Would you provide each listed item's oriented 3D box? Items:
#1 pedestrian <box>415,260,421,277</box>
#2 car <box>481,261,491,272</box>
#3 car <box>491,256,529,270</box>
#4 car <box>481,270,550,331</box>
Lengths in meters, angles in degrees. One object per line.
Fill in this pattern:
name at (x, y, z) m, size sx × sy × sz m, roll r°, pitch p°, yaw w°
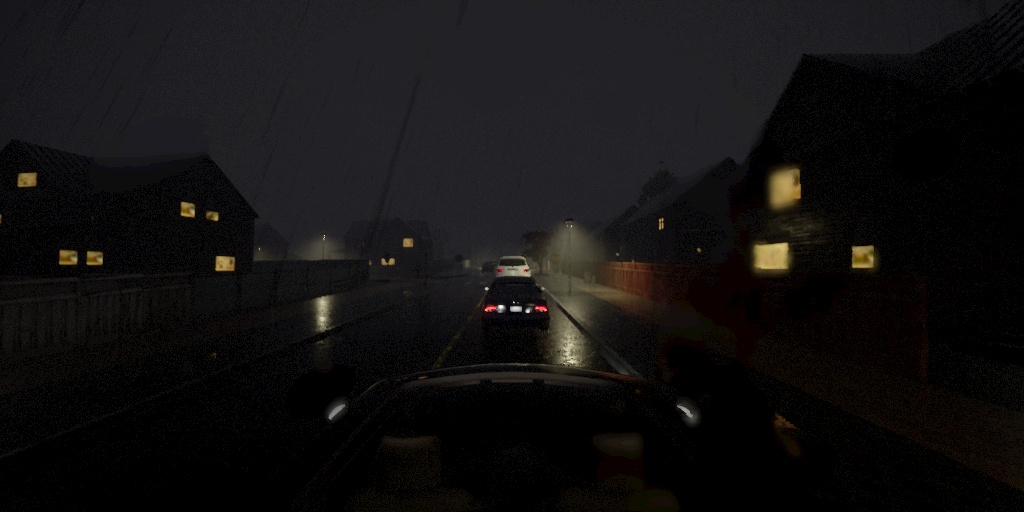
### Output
pedestrian at (-9.951, 1.340, 37.831) m, size 0.375 × 1.860 × 0.375 m, roll 0°, pitch -2°, yaw 5°
car at (-2.895, 1.450, 46.928) m, size 1.882 × 1.535 × 5.008 m, roll 0°, pitch 0°, yaw 0°
car at (-0.108, 1.058, 23.961) m, size 2.150 × 2.045 × 5.566 m, roll 0°, pitch 0°, yaw -3°
car at (0.089, 1.329, 11.131) m, size 2.033 × 1.411 × 5.357 m, roll 0°, pitch 0°, yaw 0°
